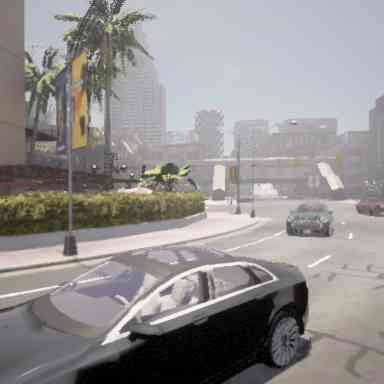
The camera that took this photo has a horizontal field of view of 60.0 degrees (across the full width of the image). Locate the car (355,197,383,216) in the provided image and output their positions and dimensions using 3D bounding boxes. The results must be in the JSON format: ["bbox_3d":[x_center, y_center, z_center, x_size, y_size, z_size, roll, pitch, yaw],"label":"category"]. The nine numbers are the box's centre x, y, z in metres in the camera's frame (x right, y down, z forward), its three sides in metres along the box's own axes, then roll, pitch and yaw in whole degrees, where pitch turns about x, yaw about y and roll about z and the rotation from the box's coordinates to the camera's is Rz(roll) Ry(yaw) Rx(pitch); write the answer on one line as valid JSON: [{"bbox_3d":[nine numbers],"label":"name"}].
[{"bbox_3d":[17.592,1.310,32.292,2.097,1.767,4.553,0,0,8],"label":"car"}]

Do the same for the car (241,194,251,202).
[{"bbox_3d":[13.105,1.478,81.467,2.185,1.767,4.553,0,0,6],"label":"car"}]

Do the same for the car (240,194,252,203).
[{"bbox_3d":[12.525,1.590,75.067,2.097,1.535,5.008,0,0,6],"label":"car"}]

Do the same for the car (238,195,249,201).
[{"bbox_3d":[14.346,1.624,92.171,2.231,1.521,4.892,0,0,16],"label":"car"}]

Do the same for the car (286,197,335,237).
[{"bbox_3d":[6.627,1.354,18.373,2.097,1.767,4.553,-1,0,27],"label":"car"}]

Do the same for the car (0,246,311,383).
[{"bbox_3d":[-0.454,1.508,3.998,4.902,1.511,2.128,0,0,-41],"label":"car"}]
